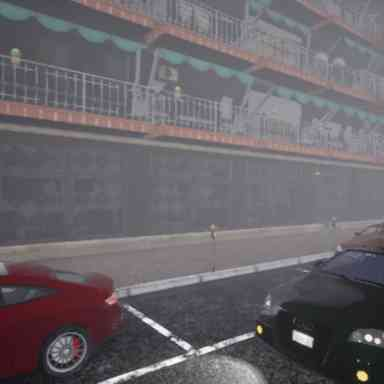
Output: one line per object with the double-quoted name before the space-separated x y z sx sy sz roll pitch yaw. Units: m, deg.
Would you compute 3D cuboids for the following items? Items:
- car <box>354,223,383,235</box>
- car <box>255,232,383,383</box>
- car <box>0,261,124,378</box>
"car" 6.273 1.667 10.554 4.206 1.307 1.802 1 0 -35
"car" 2.960 1.604 5.177 4.181 1.385 1.994 1 0 -35
"car" -2.917 1.581 4.014 4.206 1.307 1.802 1 0 -35
